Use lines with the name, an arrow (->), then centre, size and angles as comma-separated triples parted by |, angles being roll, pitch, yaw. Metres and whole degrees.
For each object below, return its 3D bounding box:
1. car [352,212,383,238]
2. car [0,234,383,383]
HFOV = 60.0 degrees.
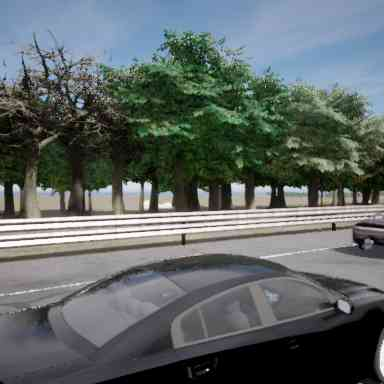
car -> 8.141, 1.484, 12.654 | 4.902, 1.511, 2.128 | 0, 0, -31
car -> 0.482, 1.476, 3.794 | 5.008, 1.535, 1.882 | 0, 0, -32
